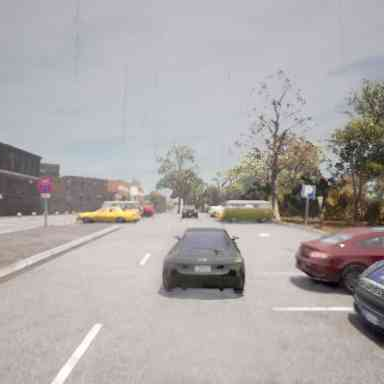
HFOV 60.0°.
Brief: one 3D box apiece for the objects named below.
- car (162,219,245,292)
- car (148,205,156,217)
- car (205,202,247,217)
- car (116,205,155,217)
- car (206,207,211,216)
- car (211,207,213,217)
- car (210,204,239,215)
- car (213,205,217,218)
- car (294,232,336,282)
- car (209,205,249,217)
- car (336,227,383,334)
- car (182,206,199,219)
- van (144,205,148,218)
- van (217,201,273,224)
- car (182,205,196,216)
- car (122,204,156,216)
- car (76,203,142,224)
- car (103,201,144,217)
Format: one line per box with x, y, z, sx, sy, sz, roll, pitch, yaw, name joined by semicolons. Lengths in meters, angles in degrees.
0.388;1.689;9.353;1.994;1.385;4.181;0;-1;4;car
-7.498;2.208;41.972;5.566;2.045;2.435;0;-2;-1;car
4.659;2.372;45.925;5.566;2.045;2.435;0;-2;-1;car
-7.563;2.585;44.876;5.008;1.535;2.097;0;-2;-1;car
4.735;2.139;40.468;5.566;2.045;2.435;0;-2;-1;car
5.004;2.179;34.747;5.366;1.575;1.946;0;-2;-1;car
5.657;3.082;57.948;4.553;1.767;2.097;1;-4;-18;car
5.028;2.092;32.087;5.366;1.575;1.946;0;-2;-1;car
5.037;1.631;8.503;4.674;1.452;2.002;0;-1;0;car
4.719;2.508;43.247;4.892;1.521;2.231;0;-2;-1;car
5.112;1.422;5.336;4.553;1.767;2.185;0;-1;0;car
-0.226;2.416;39.824;1.812;1.442;4.674;0;-2;-1;car
-7.344;2.000;35.784;4.442;1.987;1.878;0;-2;-1;van
4.753;1.784;29.299;4.442;1.987;1.878;0;-2;-1;van
-0.428;2.794;49.693;1.882;1.535;5.008;0;-3;2;car
-7.579;2.591;47.914;4.553;1.767;2.185;0;-2;-1;car
-7.589;2.029;29.823;5.366;1.575;1.946;0;-2;-1;car
-7.401;1.995;32.745;4.553;1.767;2.185;0;-2;-1;car
